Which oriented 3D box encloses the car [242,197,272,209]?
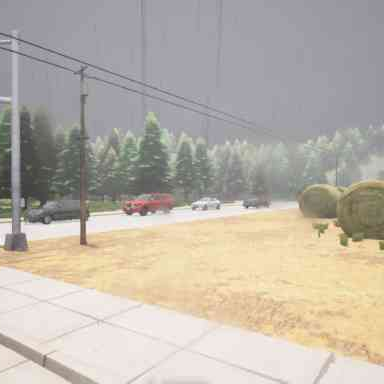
[{"bbox_3d":[8.467,1.410,43.134,2.033,1.411,5.357,0,0,37],"label":"car"}]

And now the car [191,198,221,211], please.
[{"bbox_3d":[1.777,1.431,40.324,1.812,1.442,4.674,0,0,37],"label":"car"}]

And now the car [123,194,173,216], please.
[{"bbox_3d":[-4.139,1.179,32.386,2.150,2.045,5.566,0,0,37],"label":"car"}]

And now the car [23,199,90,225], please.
[{"bbox_3d":[-9.926,1.362,24.612,2.097,1.767,4.553,0,0,37],"label":"car"}]
